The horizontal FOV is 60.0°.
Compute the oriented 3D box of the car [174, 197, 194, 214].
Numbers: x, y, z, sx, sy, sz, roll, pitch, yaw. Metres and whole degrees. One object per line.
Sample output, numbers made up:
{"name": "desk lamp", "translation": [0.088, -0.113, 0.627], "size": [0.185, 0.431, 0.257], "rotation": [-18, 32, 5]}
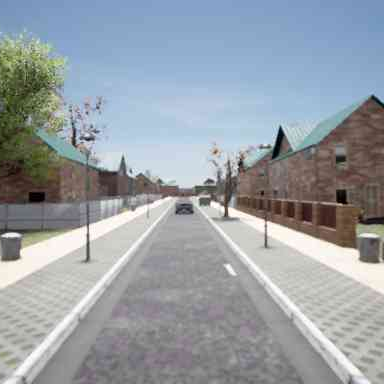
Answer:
{"name": "car", "translation": [-0.804, 1.469, 35.241], "size": [1.837, 1.490, 4.892], "rotation": [0, 0, -1]}

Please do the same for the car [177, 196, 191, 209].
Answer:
{"name": "car", "translation": [-1.134, 1.430, 47.162], "size": [1.882, 1.535, 5.008], "rotation": [0, 0, -1]}
